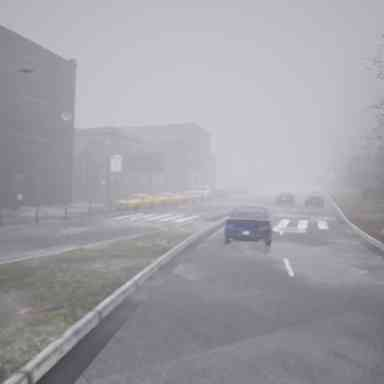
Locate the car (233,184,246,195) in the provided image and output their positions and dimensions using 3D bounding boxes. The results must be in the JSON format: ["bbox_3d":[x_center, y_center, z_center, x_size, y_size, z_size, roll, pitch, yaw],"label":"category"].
[{"bbox_3d":[8.793,-0.216,66.769,2.231,1.521,4.892,1,2,21],"label":"car"}]

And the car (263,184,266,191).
[{"bbox_3d":[18.482,-1.090,92.517,2.185,1.767,4.553,1,2,21],"label":"car"}]

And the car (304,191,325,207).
[{"bbox_3d":[13.275,0.788,36.119,1.812,1.442,4.674,1,2,21],"label":"car"}]

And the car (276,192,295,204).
[{"bbox_3d":[11.298,0.712,40.002,1.994,1.385,4.181,1,2,21],"label":"car"}]

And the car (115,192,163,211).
[{"bbox_3d":[-4.942,0.840,30.292,1.946,1.575,5.366,1,2,21],"label":"car"}]

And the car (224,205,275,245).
[{"bbox_3d":[2.682,1.344,15.151,1.882,1.535,5.008,1,2,14],"label":"car"}]

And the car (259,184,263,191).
[{"bbox_3d":[16.461,-0.812,87.149,1.946,1.575,5.366,1,2,21],"label":"car"}]

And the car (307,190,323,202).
[{"bbox_3d":[17.039,0.534,46.144,1.994,1.385,4.181,1,2,21],"label":"car"}]

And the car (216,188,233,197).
[{"bbox_3d":[4.887,0.113,56.397,2.163,1.488,4.792,1,2,21],"label":"car"}]

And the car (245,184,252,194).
[{"bbox_3d":[10.726,-0.618,71.898,2.435,2.045,5.566,1,2,21],"label":"car"}]

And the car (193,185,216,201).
[{"bbox_3d":[1.004,0.132,46.052,2.435,2.045,5.566,1,2,21],"label":"car"}]

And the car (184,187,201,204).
[{"bbox_3d":[-1.044,0.538,40.625,1.946,1.575,5.366,1,2,21],"label":"car"}]

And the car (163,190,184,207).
[{"bbox_3d":[-2.989,0.688,35.456,1.946,1.575,5.366,1,2,21],"label":"car"}]

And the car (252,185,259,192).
[{"bbox_3d":[13.990,-0.622,80.739,2.231,1.521,4.892,1,2,21],"label":"car"}]
